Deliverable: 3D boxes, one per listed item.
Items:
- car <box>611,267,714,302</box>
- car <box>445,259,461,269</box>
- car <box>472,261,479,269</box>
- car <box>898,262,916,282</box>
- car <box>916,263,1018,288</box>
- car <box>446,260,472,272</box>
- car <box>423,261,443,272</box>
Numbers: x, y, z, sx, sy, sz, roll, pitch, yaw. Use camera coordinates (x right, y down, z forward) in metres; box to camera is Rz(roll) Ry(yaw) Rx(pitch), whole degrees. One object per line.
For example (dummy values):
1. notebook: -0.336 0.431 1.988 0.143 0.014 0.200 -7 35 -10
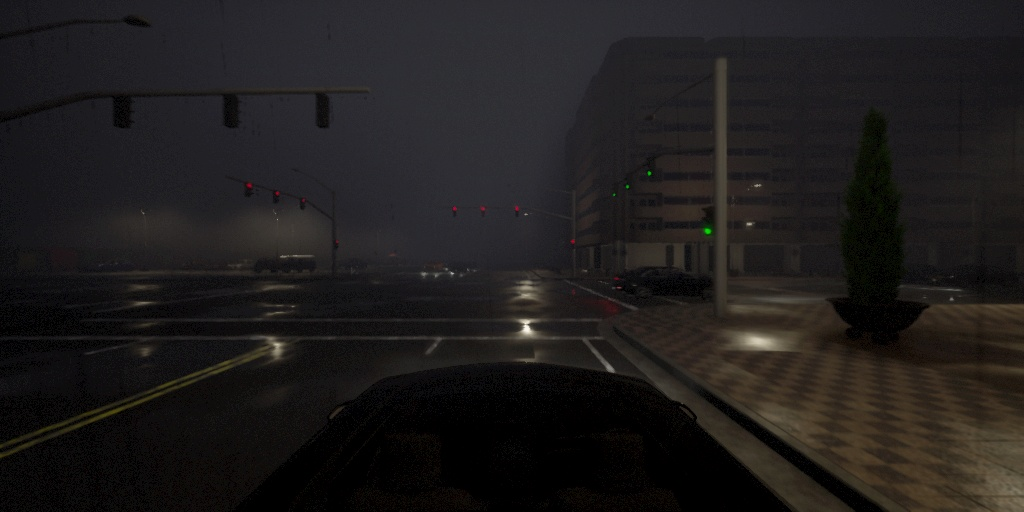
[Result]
1. car: 7.023 1.231 16.260 4.902 1.511 2.128 0 0 -1
2. car: -10.521 1.408 64.066 1.882 1.535 5.008 0 0 0
3. car: -7.034 1.492 63.424 1.994 1.385 4.181 0 0 1
4. car: 29.360 1.245 26.849 5.008 1.535 1.882 0 0 1
5. car: 29.833 1.283 23.343 4.674 1.442 1.812 0 0 1
6. car: -7.089 1.431 48.219 2.033 1.411 5.357 0 0 0
7. car: -10.586 1.363 48.433 1.882 1.535 5.008 0 0 0
